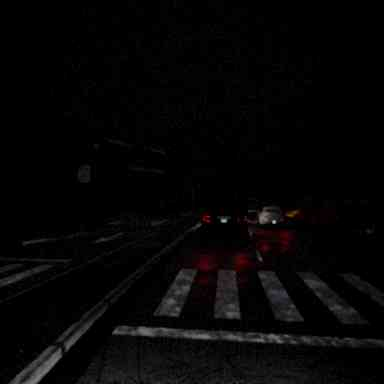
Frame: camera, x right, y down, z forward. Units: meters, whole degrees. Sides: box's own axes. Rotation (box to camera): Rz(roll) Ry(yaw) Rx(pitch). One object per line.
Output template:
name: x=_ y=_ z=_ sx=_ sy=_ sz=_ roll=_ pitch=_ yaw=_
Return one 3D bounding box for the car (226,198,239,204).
car: x=10.660 y=2.450 z=87.440 sx=2.231 sy=1.521 sz=4.892 roll=0 pitch=-2 yaw=23

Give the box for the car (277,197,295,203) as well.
car: x=14.662 y=1.810 z=46.061 sx=4.792 sy=1.488 sz=2.163 roll=0 pitch=0 yaw=14

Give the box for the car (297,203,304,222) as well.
car: x=10.487 y=1.768 z=24.510 sx=4.674 sy=1.452 sz=2.002 roll=0 pitch=0 yaw=9

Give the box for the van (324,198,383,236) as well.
van: x=9.269 y=1.448 z=16.515 sx=4.442 sy=1.987 sz=1.878 roll=0 pitch=0 yaw=8

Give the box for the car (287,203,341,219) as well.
car: x=11.849 y=1.802 z=32.571 sx=4.674 sy=1.452 sz=2.002 roll=0 pitch=0 yaw=11

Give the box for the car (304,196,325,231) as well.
car: x=9.767 y=1.445 z=19.219 sx=5.566 sy=2.045 sz=2.435 roll=0 pitch=0 yaw=8

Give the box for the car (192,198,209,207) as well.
car: x=1.615 y=1.904 z=61.136 sx=2.002 sy=1.452 sz=4.674 roll=0 pitch=-1 yaw=16

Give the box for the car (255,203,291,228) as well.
car: x=5.728 y=1.756 z=24.082 sx=1.812 sy=1.442 sz=4.674 roll=0 pitch=-1 yaw=8

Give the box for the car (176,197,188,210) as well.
car: x=-2.559 y=1.802 z=45.001 sx=2.163 sy=1.488 sz=4.792 roll=0 pitch=0 yaw=13

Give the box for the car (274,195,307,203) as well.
car: x=15.994 y=1.548 z=51.363 sx=5.566 sy=2.045 sz=2.435 roll=0 pitch=0 yaw=15

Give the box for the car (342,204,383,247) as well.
car: x=9.055 y=1.527 z=13.762 sx=4.553 sy=1.767 sz=2.185 roll=0 pitch=0 yaw=8

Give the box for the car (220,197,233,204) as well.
car: x=8.613 y=2.161 z=82.196 sx=2.185 sy=1.767 sz=4.553 roll=0 pitch=-2 yaw=21

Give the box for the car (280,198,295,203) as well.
car: x=12.918 y=1.804 z=37.925 sx=4.792 sy=1.488 sz=2.163 roll=0 pitch=0 yaw=12

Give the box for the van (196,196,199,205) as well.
van: x=0.072 y=1.587 z=55.681 sx=1.878 sy=1.987 sz=4.442 roll=0 pitch=-1 yaw=16

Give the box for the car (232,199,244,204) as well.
car: x=12.743 y=2.663 z=92.441 sx=2.002 sy=1.452 sz=4.674 roll=0 pitch=-2 yaw=24

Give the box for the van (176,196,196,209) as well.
van: x=-1.301 y=1.559 z=50.316 sx=1.878 sy=1.987 sz=4.442 roll=0 pitch=0 yaw=15

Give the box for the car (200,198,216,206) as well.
car: x=3.203 y=1.976 z=66.446 sx=2.002 sy=1.452 sz=4.674 roll=0 pitch=-1 yaw=18

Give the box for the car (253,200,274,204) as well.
car: x=8.727 y=1.801 z=40.650 sx=1.837 sy=1.490 sz=4.892 roll=0 pitch=0 yaw=12

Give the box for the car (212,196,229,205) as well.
car: x=6.670 y=1.895 z=76.938 sx=2.435 sy=2.045 sz=5.566 roll=0 pitch=-2 yaw=20

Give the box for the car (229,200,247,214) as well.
car: x=5.669 y=1.799 z=40.838 sx=1.837 sy=1.490 sz=4.892 roll=0 pitch=1 yaw=12

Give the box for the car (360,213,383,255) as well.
car: x=8.657 y=1.630 z=11.035 sx=4.892 sy=1.521 sz=2.231 roll=0 pitch=0 yaw=8

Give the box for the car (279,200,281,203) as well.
car: x=13.447 y=1.779 z=40.606 sx=4.892 sy=1.521 sz=2.231 roll=0 pitch=0 yaw=13

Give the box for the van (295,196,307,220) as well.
van: x=11.029 y=1.516 z=27.173 sx=4.442 sy=1.987 sz=1.878 roll=0 pitch=0 yaw=9

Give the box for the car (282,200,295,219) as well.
car: x=11.184 y=1.749 z=29.917 sx=5.366 sy=1.575 sz=1.946 roll=0 pitch=0 yaw=10

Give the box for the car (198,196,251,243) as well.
car: x=1.765 y=1.393 z=17.421 sx=2.150 sy=2.045 sz=5.566 roll=0 pitch=0 yaw=7

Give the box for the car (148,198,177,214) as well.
car: x=-3.704 y=1.756 z=39.629 sx=2.097 sy=1.535 sz=5.008 roll=0 pitch=0 yaw=12

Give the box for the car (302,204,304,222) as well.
car: x=10.078 y=1.743 z=21.927 sx=4.792 sy=1.488 sz=2.163 roll=0 pitch=0 yaw=9
